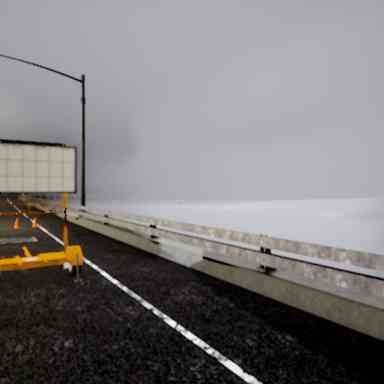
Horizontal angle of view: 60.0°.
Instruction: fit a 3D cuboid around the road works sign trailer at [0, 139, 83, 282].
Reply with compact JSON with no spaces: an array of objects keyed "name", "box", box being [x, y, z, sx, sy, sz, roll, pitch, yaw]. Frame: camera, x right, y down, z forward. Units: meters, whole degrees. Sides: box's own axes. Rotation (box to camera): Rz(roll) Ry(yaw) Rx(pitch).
[{"name":"road works sign trailer","box":[-4.404,0.436,8.971,2.380,3.560,2.880,0,0,-31]}]
